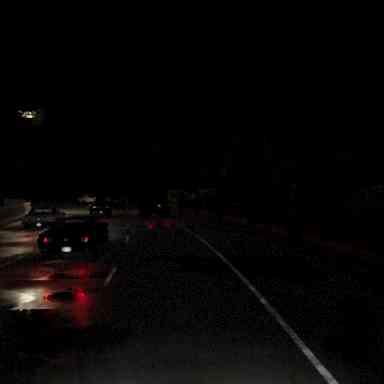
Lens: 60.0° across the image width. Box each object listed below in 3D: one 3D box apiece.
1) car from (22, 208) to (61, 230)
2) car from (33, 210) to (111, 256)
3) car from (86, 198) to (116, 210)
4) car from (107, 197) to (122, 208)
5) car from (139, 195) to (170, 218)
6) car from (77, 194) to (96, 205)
[{"bbox_3d":[-9.652,1.671,22.020,1.895,1.301,4.718,0,0,-13],"label":"car"},{"bbox_3d":[-4.521,1.640,13.398,1.895,1.301,4.718,0,0,-8],"label":"car"},{"bbox_3d":[-8.768,1.578,31.719,2.128,1.511,4.902,0,0,-18],"label":"car"},{"bbox_3d":[-11.912,1.482,49.174,2.097,1.767,4.553,0,0,-28],"label":"car"},{"bbox_3d":[-3.605,1.297,31.307,2.150,2.045,5.566,0,0,-17],"label":"car"},{"bbox_3d":[-19.527,1.401,61.756,2.150,2.045,5.566,0,0,-37],"label":"car"}]
